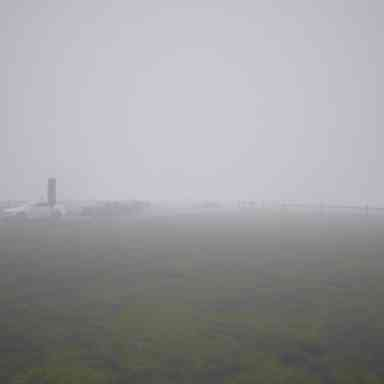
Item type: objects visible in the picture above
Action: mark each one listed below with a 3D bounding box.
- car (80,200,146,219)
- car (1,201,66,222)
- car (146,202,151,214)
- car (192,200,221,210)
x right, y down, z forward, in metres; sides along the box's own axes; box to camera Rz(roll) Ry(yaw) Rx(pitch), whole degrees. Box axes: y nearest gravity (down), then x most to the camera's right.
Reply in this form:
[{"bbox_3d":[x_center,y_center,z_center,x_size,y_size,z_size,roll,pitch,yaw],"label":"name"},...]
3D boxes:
[{"bbox_3d":[-6.745,1.503,28.110,2.033,1.411,5.357,0,-1,36],"label":"car"},{"bbox_3d":[-12.050,1.429,25.600,1.812,1.442,4.674,0,-1,35],"label":"car"},{"bbox_3d":[-6.276,1.517,33.769,2.128,1.511,4.902,0,-1,35],"label":"car"},{"bbox_3d":[2.076,1.806,45.553,1.895,1.301,4.718,0,-1,35],"label":"car"}]
